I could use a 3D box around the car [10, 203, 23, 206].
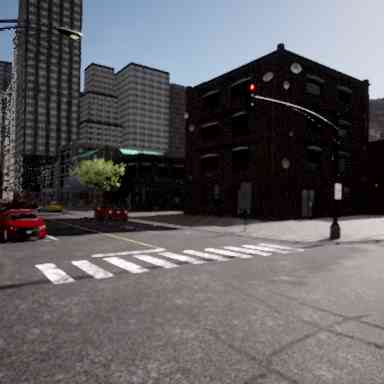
[{"bbox_3d":[-13.886,1.742,24.427,1.802,1.307,4.206,1,-1,-35],"label":"car"}]

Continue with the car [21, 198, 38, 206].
[{"bbox_3d":[-30.525,2.170,63.095,1.967,1.590,4.097,1,-1,-35],"label":"car"}]

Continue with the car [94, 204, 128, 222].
[{"bbox_3d":[-7.434,1.813,30.277,1.967,1.590,4.097,1,-1,-35],"label":"car"}]

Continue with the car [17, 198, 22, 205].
[{"bbox_3d":[-33.695,2.363,67.628,1.802,1.307,4.206,1,-1,-35],"label":"car"}]

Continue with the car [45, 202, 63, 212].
[{"bbox_3d":[-20.116,2.093,48.318,1.752,1.417,4.829,1,-1,-35],"label":"car"}]

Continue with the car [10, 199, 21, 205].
[{"bbox_3d":[-43.300,2.461,81.374,1.752,1.417,4.829,1,-1,-35],"label":"car"}]

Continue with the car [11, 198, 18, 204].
[{"bbox_3d":[-40.031,2.198,76.702,2.192,1.841,5.009,1,-1,-35],"label":"car"}]

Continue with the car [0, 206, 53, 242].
[{"bbox_3d":[-8.729,1.627,17.049,1.887,1.381,4.507,1,-1,-35],"label":"car"}]
